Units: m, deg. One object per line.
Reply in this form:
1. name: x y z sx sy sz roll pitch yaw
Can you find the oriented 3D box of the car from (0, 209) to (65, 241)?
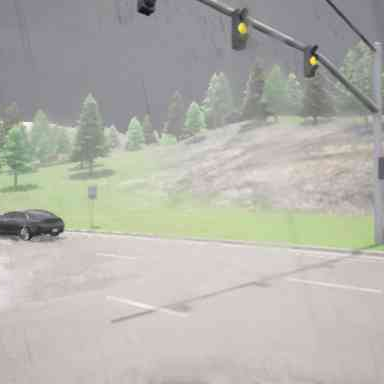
1. car: -8.888 1.652 17.471 4.892 1.490 1.837 0 0 27
